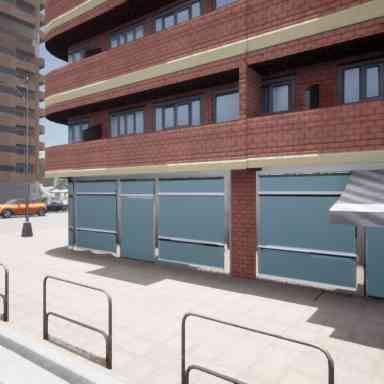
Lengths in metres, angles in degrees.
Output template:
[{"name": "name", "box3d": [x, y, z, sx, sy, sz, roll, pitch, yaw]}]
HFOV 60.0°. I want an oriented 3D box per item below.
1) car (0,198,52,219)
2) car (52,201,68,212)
[{"name": "car", "box3d": [-15.468, 1.352, 29.690, 2.097, 1.767, 4.553, 0, 0, 36]}, {"name": "car", "box3d": [-15.362, 1.601, 35.776, 1.895, 1.301, 4.718, 0, 0, 36]}]
